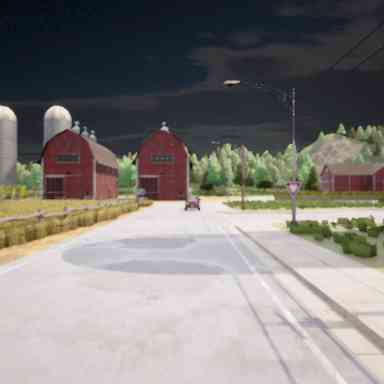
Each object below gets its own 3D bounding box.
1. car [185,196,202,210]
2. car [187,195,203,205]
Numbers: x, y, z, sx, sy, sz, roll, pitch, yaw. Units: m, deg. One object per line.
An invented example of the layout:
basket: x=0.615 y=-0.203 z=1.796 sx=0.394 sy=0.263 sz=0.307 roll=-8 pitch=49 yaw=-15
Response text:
car: x=0.057 y=1.448 z=41.090 sx=1.812 sy=1.442 sz=4.674 roll=0 pitch=0 yaw=0
car: x=0.625 y=1.370 z=58.917 sx=2.128 sy=1.511 sz=4.902 roll=0 pitch=0 yaw=9
